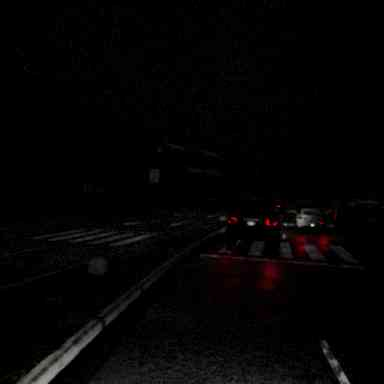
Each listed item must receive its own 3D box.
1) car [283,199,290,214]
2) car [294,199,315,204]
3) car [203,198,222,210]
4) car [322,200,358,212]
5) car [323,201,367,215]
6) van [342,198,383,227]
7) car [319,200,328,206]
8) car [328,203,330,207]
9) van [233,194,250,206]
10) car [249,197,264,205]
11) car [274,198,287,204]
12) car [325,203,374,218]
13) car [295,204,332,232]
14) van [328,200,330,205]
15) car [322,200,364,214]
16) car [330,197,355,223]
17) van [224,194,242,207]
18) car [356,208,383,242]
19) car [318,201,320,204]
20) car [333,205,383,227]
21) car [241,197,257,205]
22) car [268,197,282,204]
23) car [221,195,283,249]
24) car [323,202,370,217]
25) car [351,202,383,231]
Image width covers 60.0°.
[{"bbox_3d":[10.479,1.821,40.635,1.837,1.490,4.892,1,0,20],"label":"car"},{"bbox_3d":[13.847,1.897,40.943,1.837,1.490,4.892,1,0,20],"label":"car"},{"bbox_3d":[3.034,1.607,46.196,2.097,1.535,5.008,1,0,21],"label":"car"},{"bbox_3d":[22.151,2.040,49.809,4.792,1.488,2.163,1,0,23],"label":"car"},{"bbox_3d":[19.210,2.018,42.026,4.792,1.488,2.163,1,0,21],"label":"car"},{"bbox_3d":[12.407,1.643,21.401,4.442,1.987,1.878,1,0,16],"label":"van"},{"bbox_3d":[16.298,1.947,34.368,5.366,1.575,1.946,1,0,19],"label":"car"},{"bbox_3d":[14.800,1.967,29.126,4.674,1.452,2.002,1,0,18],"label":"car"},{"bbox_3d":[9.172,1.475,61.502,1.878,1.987,4.442,1,0,24],"label":"van"},{"bbox_3d":[13.871,1.902,71.680,2.002,1.452,4.674,1,-1,26],"label":"car"},{"bbox_3d":[24.374,2.479,91.325,2.231,1.521,4.892,1,-2,31],"label":"car"},{"bbox_3d":[17.352,2.008,36.892,4.674,1.452,2.002,1,0,19],"label":"car"},{"bbox_3d":[7.971,1.800,22.447,1.812,1.442,4.674,1,0,16],"label":"car"},{"bbox_3d":[15.739,1.719,31.676,4.442,1.987,1.878,1,0,18],"label":"van"},{"bbox_3d":[20.134,1.997,44.597,4.892,1.521,2.231,1,0,21],"label":"car"},{"bbox_3d":[13.303,1.643,24.000,5.566,2.045,2.435,1,0,16],"label":"car"},{"bbox_3d":[7.013,1.433,56.402,1.878,1.987,4.442,1,0,23],"label":"van"},{"bbox_3d":[10.977,1.826,16.075,4.892,1.521,2.231,1,0,16],"label":"car"},{"bbox_3d":[24.267,1.792,54.852,5.566,2.045,2.435,2,0,24],"label":"car"},{"bbox_3d":[14.009,1.940,26.633,4.792,1.488,2.163,1,0,17],"label":"car"},{"bbox_3d":[11.508,1.810,66.667,2.002,1.452,4.674,1,0,25],"label":"car"},{"bbox_3d":[21.571,2.160,86.444,2.185,1.767,4.553,1,-1,30],"label":"car"},{"bbox_3d":[2.994,1.354,15.653,2.150,2.045,5.566,1,0,14],"label":"car"},{"bbox_3d":[18.226,2.007,39.480,4.792,1.488,2.163,1,0,20],"label":"car"},{"bbox_3d":[11.781,1.724,18.711,4.553,1.767,2.185,1,0,16],"label":"car"}]
